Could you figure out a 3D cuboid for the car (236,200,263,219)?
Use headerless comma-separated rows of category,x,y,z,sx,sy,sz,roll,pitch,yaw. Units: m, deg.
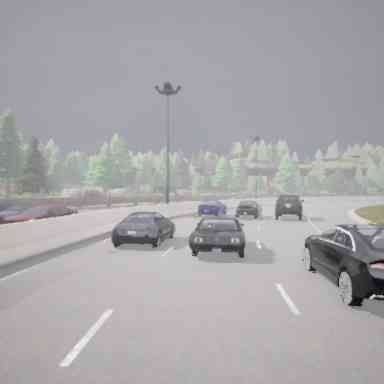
car,5.181,1.531,29.933,1.837,1.490,4.892,0,0,18

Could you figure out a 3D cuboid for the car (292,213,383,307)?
car,4.056,1.501,7.916,2.128,1.511,4.902,0,0,5

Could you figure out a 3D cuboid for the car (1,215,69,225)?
car,-8.627,1.484,19.380,1.882,1.535,5.008,0,0,11

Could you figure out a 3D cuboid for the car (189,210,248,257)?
car,1.108,1.611,13.069,1.895,1.301,4.718,0,0,8

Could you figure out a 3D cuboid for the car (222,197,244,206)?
car,7.076,1.573,57.551,1.812,1.442,4.674,0,0,34

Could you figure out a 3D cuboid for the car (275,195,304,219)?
car,8.492,1.249,28.948,2.150,2.045,5.566,0,0,19

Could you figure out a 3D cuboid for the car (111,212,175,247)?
car,-2.064,1.573,15.106,1.994,1.385,4.181,0,0,9

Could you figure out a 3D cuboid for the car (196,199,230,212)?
car,2.005,1.502,31.468,1.882,1.535,5.008,0,0,18

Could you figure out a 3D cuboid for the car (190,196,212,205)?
car,1.694,1.549,62.122,1.837,1.490,4.892,0,0,34
